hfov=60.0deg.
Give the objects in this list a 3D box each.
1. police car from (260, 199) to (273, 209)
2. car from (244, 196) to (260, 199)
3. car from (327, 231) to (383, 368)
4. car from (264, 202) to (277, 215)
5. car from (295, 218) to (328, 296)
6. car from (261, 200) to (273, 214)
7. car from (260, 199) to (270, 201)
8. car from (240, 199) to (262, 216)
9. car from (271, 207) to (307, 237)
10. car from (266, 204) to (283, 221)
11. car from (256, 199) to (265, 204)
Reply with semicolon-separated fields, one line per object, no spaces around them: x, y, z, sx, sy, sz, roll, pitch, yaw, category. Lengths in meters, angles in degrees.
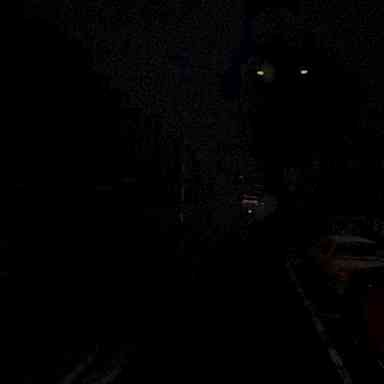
12.639;2.008;56.779;1.930;1.638;5.238;2;0;10;police car
8.505;1.622;48.554;2.150;2.045;5.566;2;0;10;car
3.053;1.438;3.148;2.192;1.841;5.009;1;0;10;car
7.863;1.923;30.453;1.802;1.307;4.206;1;0;10;car
4.042;1.692;8.776;1.752;1.417;4.829;1;0;10;car
8.826;1.932;35.915;1.887;1.381;4.507;1;0;10;car
9.791;1.875;41.377;1.967;1.590;4.097;1;0;10;car
6.511;1.822;37.318;1.812;1.442;4.674;2;0;10;car
5.937;1.818;19.531;1.947;1.339;4.313;1;0;10;car
6.901;1.846;24.993;2.008;1.369;4.403;1;0;10;car
17.490;2.403;85.066;2.008;1.369;4.403;1;0;10;car
